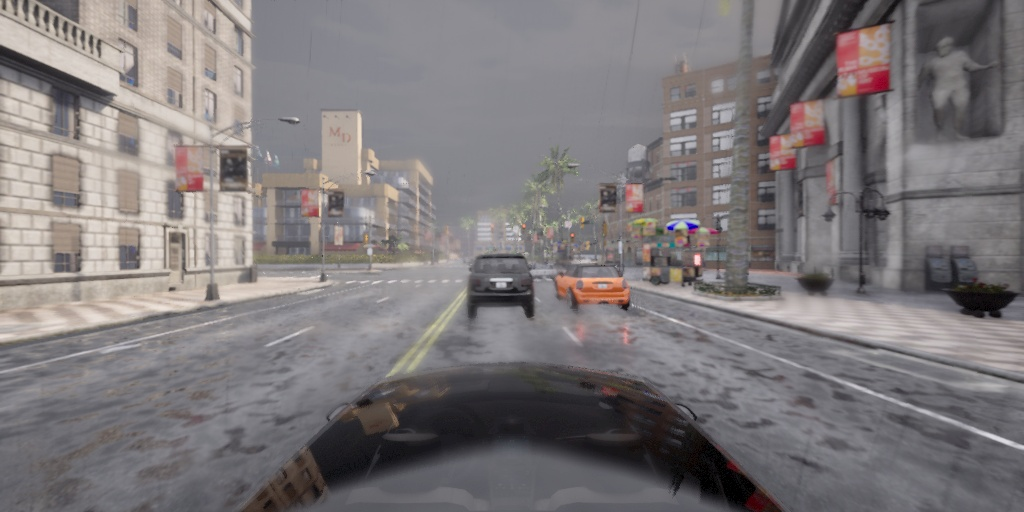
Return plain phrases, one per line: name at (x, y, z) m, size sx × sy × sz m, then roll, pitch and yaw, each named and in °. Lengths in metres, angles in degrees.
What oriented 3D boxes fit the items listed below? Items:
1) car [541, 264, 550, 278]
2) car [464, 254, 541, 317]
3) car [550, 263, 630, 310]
car at (2.388, 1.259, 28.980) m, size 1.895 × 1.301 × 4.718 m, roll 0°, pitch 0°, yaw -2°
car at (-0.409, 0.939, 13.155) m, size 2.150 × 2.045 × 5.566 m, roll 0°, pitch 0°, yaw -2°
car at (3.043, 1.049, 14.472) m, size 2.097 × 1.767 × 4.553 m, roll 0°, pitch 0°, yaw -2°
